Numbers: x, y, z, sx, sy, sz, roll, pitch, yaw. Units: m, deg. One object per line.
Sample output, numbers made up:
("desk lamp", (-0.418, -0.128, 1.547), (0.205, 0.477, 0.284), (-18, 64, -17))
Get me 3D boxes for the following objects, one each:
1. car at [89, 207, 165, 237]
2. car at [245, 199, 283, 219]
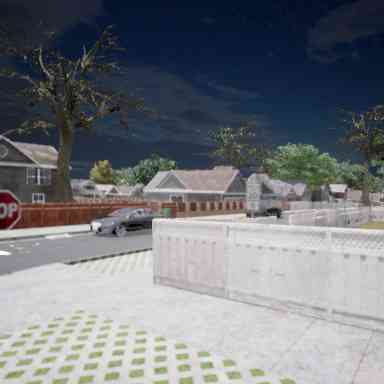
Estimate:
("car", (-3.599, 1.669, 19.343), (2.128, 1.511, 4.902), (1, 0, 36))
("car", (7.612, 1.765, 34.696), (2.150, 2.045, 5.566), (1, 0, 36))
